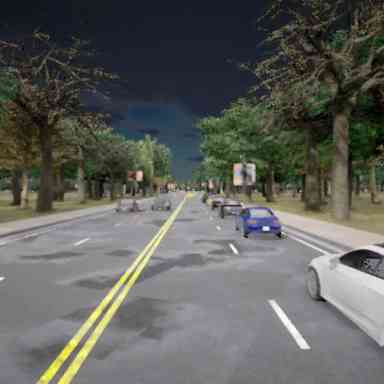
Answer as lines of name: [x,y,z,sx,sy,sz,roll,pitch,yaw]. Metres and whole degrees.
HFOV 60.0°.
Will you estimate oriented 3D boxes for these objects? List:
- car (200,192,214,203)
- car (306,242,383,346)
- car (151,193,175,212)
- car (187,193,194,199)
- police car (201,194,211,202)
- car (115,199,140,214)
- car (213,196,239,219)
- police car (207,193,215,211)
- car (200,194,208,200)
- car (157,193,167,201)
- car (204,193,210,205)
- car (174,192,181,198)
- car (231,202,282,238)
car: [3.096,1.008,61.275,2.150,2.045,5.566,0,0,0]
car: [3.350,1.510,5.217,1.812,1.442,4.674,0,0,0]
car: [-3.391,1.233,37.489,2.097,1.767,4.553,0,0,0]
car: [-0.374,0.994,92.451,1.882,1.535,5.008,0,0,-1]
police car: [3.028,1.246,72.252,2.038,1.542,4.974,0,0,0]
car: [-6.635,1.417,34.668,1.812,1.442,4.674,0,0,0]
car: [3.227,1.406,28.230,2.128,1.511,4.902,0,0,0]
police car: [3.195,1.299,39.345,1.930,1.638,5.238,0,0,0]
car: [2.949,1.217,83.256,1.812,1.442,4.674,0,0,0]
car: [-6.747,1.127,75.805,1.882,1.535,5.008,0,0,0]
car: [3.152,1.287,50.430,1.801,1.575,5.366,0,0,0]
car: [-3.513,0.764,78.058,2.097,1.767,4.553,0,0,0]
car: [3.345,1.474,17.325,1.812,1.442,4.674,0,0,0]
